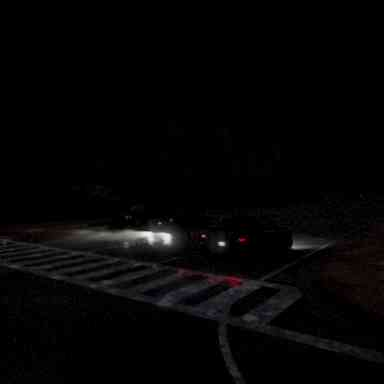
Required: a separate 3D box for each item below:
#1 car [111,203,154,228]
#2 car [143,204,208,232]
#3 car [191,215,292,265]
[{"bbox_3d":[-3.274,1.513,22.804,1.882,1.535,5.008,0,0,35],"label":"car"},{"bbox_3d":[-0.679,1.591,20.411,1.994,1.385,4.181,0,0,35],"label":"car"},{"bbox_3d":[2.067,1.576,11.923,1.994,1.385,4.181,0,0,35],"label":"car"}]
